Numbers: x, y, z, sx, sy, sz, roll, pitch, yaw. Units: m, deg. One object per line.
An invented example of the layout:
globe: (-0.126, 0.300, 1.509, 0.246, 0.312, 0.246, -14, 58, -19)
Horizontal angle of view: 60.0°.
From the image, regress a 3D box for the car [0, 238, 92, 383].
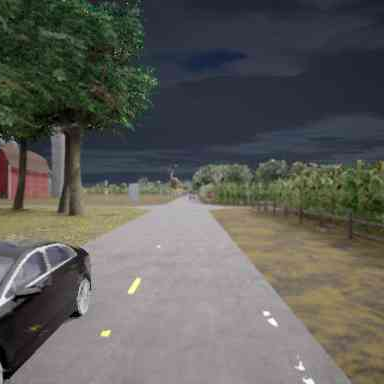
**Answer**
car: (-2.845, 1.489, 4.603, 2.128, 1.511, 4.902, 0, 0, 0)

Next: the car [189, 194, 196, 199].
car: (0.058, 1.309, 91.853, 1.994, 1.385, 4.181, 0, 0, 0)
